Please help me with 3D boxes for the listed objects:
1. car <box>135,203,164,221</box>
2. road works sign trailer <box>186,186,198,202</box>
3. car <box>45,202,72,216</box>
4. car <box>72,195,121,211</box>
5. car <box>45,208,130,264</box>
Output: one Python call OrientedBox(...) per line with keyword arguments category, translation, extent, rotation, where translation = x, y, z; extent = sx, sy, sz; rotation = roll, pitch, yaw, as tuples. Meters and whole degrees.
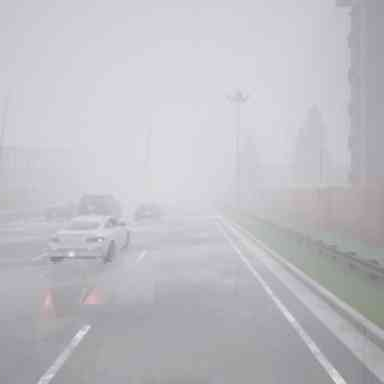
OrientedBox(category="car", translation=(-3.402, 1.547, 26.995), extent=(1.994, 1.385, 4.181), rotation=(0, 0, 0))
OrientedBox(category="road works sign trailer", translation=(0.003, 0.417, 75.957), extent=(2.380, 3.560, 2.880), rotation=(0, 0, 0))
OrientedBox(category="car", translation=(-10.413, 1.509, 27.330), extent=(1.812, 1.442, 4.674), rotation=(0, 0, 0))
OrientedBox(category="car", translation=(-6.901, 1.206, 25.339), extent=(2.150, 2.045, 5.566), rotation=(0, 0, 0))
OrientedBox(category="car", translation=(-3.414, 1.519, 11.718), extent=(1.812, 1.442, 4.674), rotation=(0, 0, 0))
